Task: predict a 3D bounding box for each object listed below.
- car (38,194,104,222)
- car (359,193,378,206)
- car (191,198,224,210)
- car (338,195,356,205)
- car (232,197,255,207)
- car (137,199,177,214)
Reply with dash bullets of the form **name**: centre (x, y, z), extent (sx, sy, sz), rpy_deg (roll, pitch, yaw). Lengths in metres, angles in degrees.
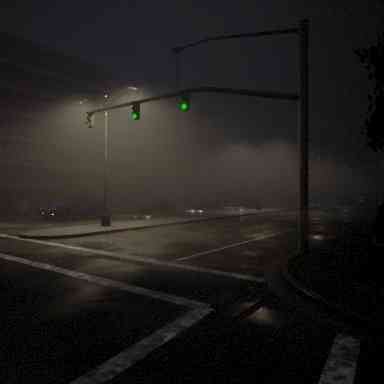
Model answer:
- **car**: centre (-9.535, 1.222, 27.117), extent (2.150, 2.045, 5.566), rpy_deg (0, 0, 36)
- **car**: centre (28.722, 1.221, 54.039), extent (2.150, 2.045, 5.566), rpy_deg (0, 0, 36)
- **car**: centre (2.118, 1.547, 43.205), extent (2.033, 1.411, 5.357), rpy_deg (0, 0, 36)
- **car**: centre (26.656, 1.352, 57.153), extent (2.097, 1.767, 4.553), rpy_deg (0, 0, 36)
- **car**: centre (7.985, 1.504, 51.242), extent (1.837, 1.490, 4.892), rpy_deg (0, 0, 36)
- **car**: centre (-3.669, 1.478, 35.215), extent (1.882, 1.535, 5.008), rpy_deg (0, 0, 36)
